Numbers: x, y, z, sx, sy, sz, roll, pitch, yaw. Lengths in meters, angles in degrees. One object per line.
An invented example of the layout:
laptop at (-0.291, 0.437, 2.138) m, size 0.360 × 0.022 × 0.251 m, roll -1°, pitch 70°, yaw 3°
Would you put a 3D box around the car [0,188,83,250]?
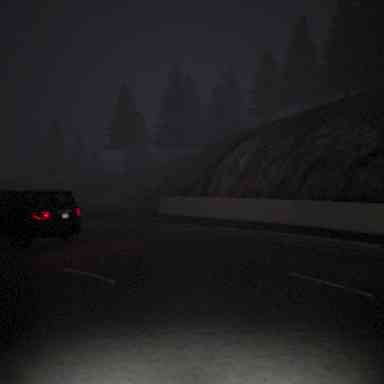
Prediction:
car at (-6.805, 0.917, 12.965) m, size 5.566 × 2.045 × 2.150 m, roll 0°, pitch 2°, yaw 28°
